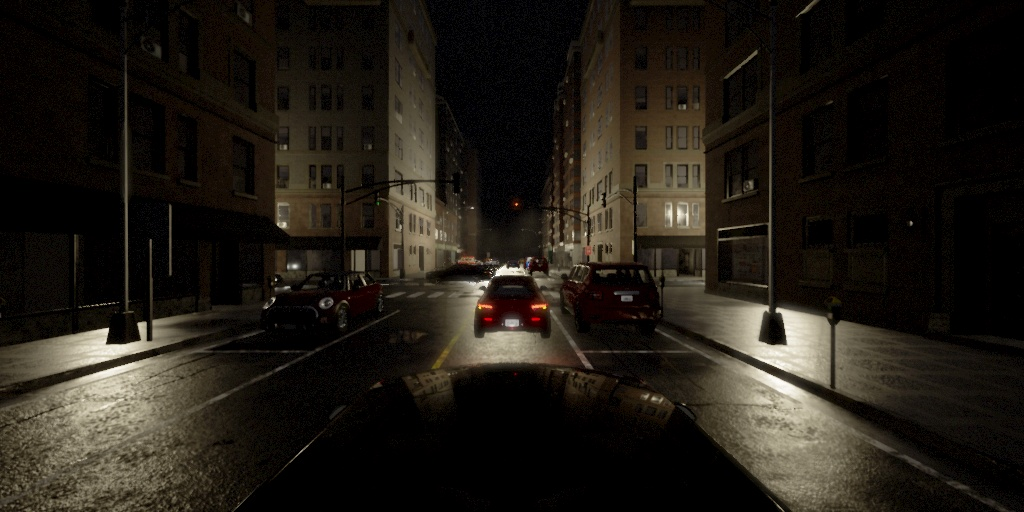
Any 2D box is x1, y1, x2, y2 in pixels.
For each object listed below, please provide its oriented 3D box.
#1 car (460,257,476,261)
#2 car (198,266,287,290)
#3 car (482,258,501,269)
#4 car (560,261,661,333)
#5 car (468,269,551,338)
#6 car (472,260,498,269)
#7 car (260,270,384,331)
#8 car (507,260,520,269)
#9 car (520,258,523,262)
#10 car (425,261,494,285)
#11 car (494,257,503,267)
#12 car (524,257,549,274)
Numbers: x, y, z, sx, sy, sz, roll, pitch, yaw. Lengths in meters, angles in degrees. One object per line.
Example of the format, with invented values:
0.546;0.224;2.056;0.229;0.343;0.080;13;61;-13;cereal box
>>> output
-5.335;1.048;43.225;2.192;1.841;5.009;0;0;0;car
-17.073;1.355;22.907;4.181;1.385;1.994;0;0;0;car
-2.753;1.333;46.631;1.895;1.301;4.718;0;0;0;car
2.654;1.061;10.650;2.192;1.841;5.009;0;0;0;car
0.023;1.273;10.006;1.812;1.442;4.674;0;0;1;car
-2.777;1.338;36.624;1.895;1.301;4.718;0;0;0;car
-5.371;1.186;10.666;1.967;1.591;4.097;0;0;0;car
0.214;1.291;57.868;1.994;1.385;4.181;0;0;0;car
2.794;1.044;54.217;2.192;1.841;5.009;0;0;0;car
-3.837;1.273;25.796;4.674;1.442;1.812;0;0;0;car
-2.726;1.275;56.997;2.033;1.411;5.357;0;0;1;car
2.773;1.051;37.706;2.192;1.841;5.009;0;0;0;car
